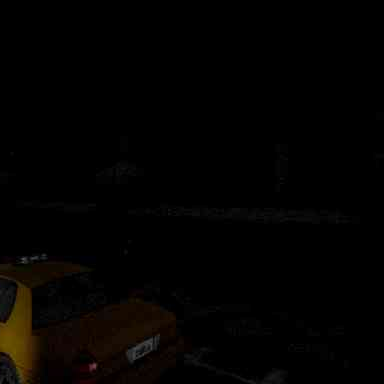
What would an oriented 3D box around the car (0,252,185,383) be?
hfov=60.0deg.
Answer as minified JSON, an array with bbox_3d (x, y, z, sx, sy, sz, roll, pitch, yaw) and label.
[{"bbox_3d":[-2.362,1.525,4.650,4.829,1.417,1.752,0,0,36],"label":"car"}]
